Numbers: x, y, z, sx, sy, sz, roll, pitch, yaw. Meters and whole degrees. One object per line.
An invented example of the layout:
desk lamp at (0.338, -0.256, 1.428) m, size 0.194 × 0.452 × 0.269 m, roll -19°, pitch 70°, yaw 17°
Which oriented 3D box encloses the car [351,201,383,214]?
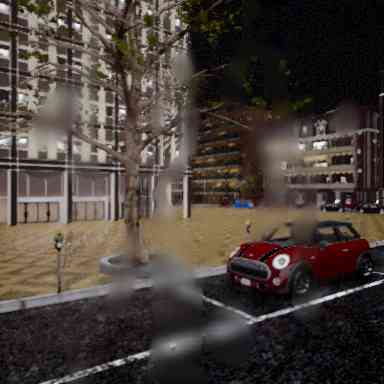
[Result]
car at (24.367, 2.253, 44.489) m, size 2.008 × 1.369 × 4.403 m, roll -1°, pitch 0°, yaw -36°

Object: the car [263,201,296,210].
car at (15.013, 2.479, 57.468) m, size 1.887 × 1.381 × 4.507 m, roll -1°, pitch 0°, yaw -36°

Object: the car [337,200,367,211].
car at (26.778, 2.260, 55.878) m, size 1.967 × 1.590 × 4.097 m, roll -1°, pitch 0°, yaw -36°

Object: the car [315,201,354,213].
car at (21.098, 2.334, 48.998) m, size 2.008 × 1.369 × 4.403 m, roll -1°, pitch 0°, yaw -36°

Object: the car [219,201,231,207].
car at (8.376, 2.856, 81.046) m, size 1.802 × 1.307 × 4.206 m, roll -1°, pitch 0°, yaw -36°

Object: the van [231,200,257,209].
van at (10.089, 2.399, 64.352) m, size 1.690 × 1.788 × 3.998 m, roll -1°, pitch 0°, yaw -36°

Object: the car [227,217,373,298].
car at (2.829, 1.495, 8.589) m, size 4.097 × 1.590 × 1.967 m, roll 1°, pitch -1°, yaw -36°

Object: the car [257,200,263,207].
car at (14.914, 2.552, 72.031) m, size 1.967 × 1.590 × 4.097 m, roll -1°, pitch 0°, yaw -36°

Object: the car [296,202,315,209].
car at (21.514, 2.531, 63.057) m, size 1.802 × 1.307 × 4.206 m, roll -1°, pitch 0°, yaw -36°

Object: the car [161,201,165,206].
car at (-8.216, 3.064, 89.655) m, size 2.008 × 1.369 × 4.403 m, roll -1°, pitch 0°, yaw -36°

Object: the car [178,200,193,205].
car at (-1.433, 2.958, 94.573) m, size 1.967 × 1.590 × 4.097 m, roll -1°, pitch 0°, yaw -36°
